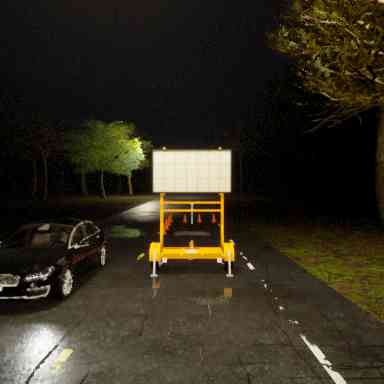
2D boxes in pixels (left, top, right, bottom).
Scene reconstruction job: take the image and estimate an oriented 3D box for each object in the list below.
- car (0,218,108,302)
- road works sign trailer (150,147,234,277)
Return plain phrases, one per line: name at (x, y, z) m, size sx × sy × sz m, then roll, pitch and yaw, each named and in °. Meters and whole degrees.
car at (-3.500, 1.483, 8.413) m, size 1.837 × 1.490 × 4.892 m, roll 0°, pitch 0°, yaw 0°
road works sign trailer at (0.000, 0.433, 10.157) m, size 2.380 × 3.560 × 2.880 m, roll 0°, pitch 0°, yaw 0°
